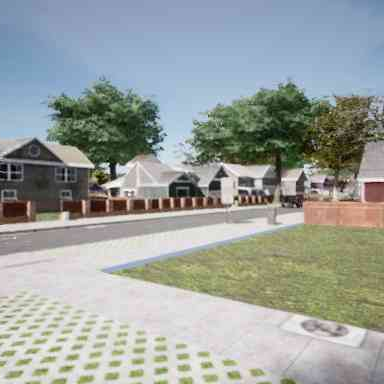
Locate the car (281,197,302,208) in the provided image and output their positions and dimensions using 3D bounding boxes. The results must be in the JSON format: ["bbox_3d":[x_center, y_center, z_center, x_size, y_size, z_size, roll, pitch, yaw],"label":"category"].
[{"bbox_3d":[14.077,1.453,46.866,1.837,1.490,4.892,0,0,36],"label":"car"}]
